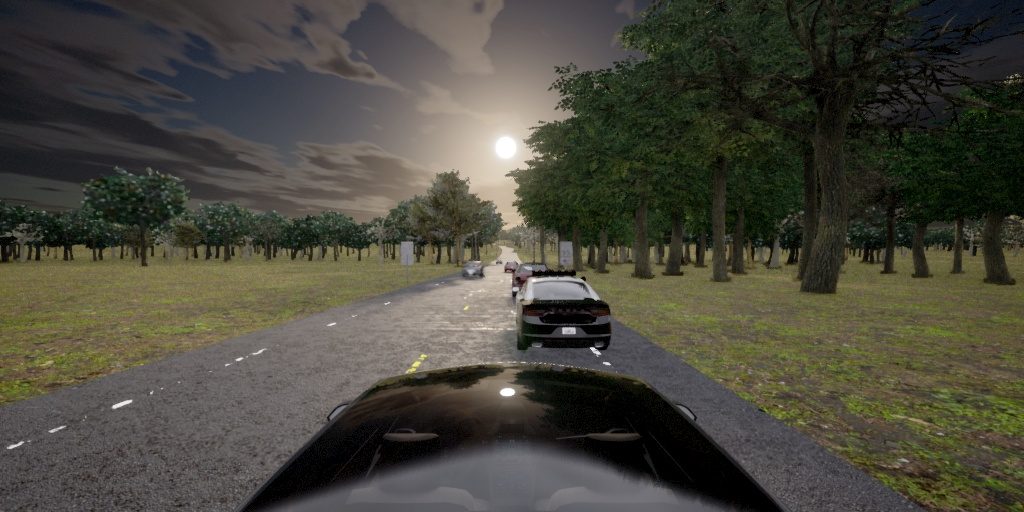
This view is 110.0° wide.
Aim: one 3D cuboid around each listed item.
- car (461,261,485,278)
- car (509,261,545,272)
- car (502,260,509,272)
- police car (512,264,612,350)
[{"bbox_3d":[-3.609,1.257,33.933,2.128,1.511,4.902,0,0,0],"label":"car"},{"bbox_3d":[1.044,1.102,19.040,2.097,1.767,4.553,0,0,0],"label":"car"},{"bbox_3d":[0.019,1.370,46.848,1.994,1.385,4.181,0,0,0],"label":"car"},{"bbox_3d":[1.047,1.173,9.175,1.930,1.638,5.238,0,0,0],"label":"police car"}]
